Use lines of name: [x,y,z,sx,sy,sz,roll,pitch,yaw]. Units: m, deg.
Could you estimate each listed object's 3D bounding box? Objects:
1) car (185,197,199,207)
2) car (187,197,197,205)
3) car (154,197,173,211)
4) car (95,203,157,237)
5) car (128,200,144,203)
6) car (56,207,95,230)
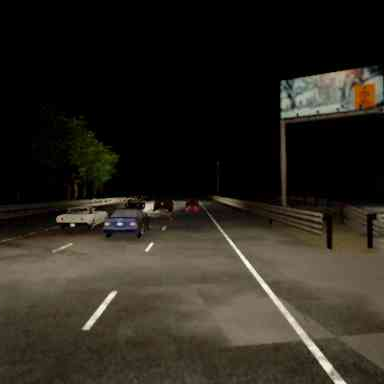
car: [0.030,1.549,50.856,1.812,1.442,4.674,0,0,1]
car: [-0.002,1.554,59.279,1.812,1.442,4.674,0,0,0]
car: [-3.400,1.372,40.229,2.097,1.767,4.553,0,0,0]
car: [-3.400,1.569,18.187,2.033,1.411,5.357,0,0,0]
car: [-6.909,1.621,41.101,1.895,1.301,4.718,0,0,0]
car: [-6.902,1.624,21.440,1.895,1.301,4.718,0,0,0]
